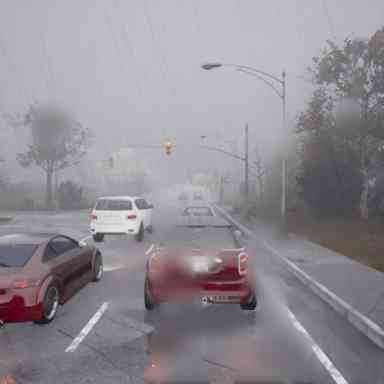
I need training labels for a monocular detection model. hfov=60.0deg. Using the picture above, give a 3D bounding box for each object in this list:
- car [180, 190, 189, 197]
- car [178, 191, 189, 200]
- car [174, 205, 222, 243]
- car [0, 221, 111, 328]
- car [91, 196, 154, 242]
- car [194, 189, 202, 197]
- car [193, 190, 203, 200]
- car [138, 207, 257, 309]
[{"bbox_3d":[-1.895,0.349,85.561,2.033,1.411,5.357,0,3,1],"label":"car"},{"bbox_3d":[-2.104,1.039,75.562,1.994,1.385,4.181,0,3,1],"label":"car"},{"bbox_3d":[0.295,1.490,16.987,2.128,1.511,4.902,0,0,1],"label":"car"},{"bbox_3d":[-3.336,1.563,7.131,1.994,1.385,4.181,0,0,1],"label":"car"},{"bbox_3d":[-3.242,1.220,16.549,2.150,2.045,5.566,0,0,3],"label":"car"},{"bbox_3d":[1.604,0.166,85.448,2.097,1.767,4.553,0,3,1],"label":"car"},{"bbox_3d":[1.395,1.011,75.488,1.812,1.442,4.674,0,3,1],"label":"car"},{"bbox_3d":[0.175,1.351,8.010,2.097,1.767,4.553,0,0,1],"label":"car"}]
